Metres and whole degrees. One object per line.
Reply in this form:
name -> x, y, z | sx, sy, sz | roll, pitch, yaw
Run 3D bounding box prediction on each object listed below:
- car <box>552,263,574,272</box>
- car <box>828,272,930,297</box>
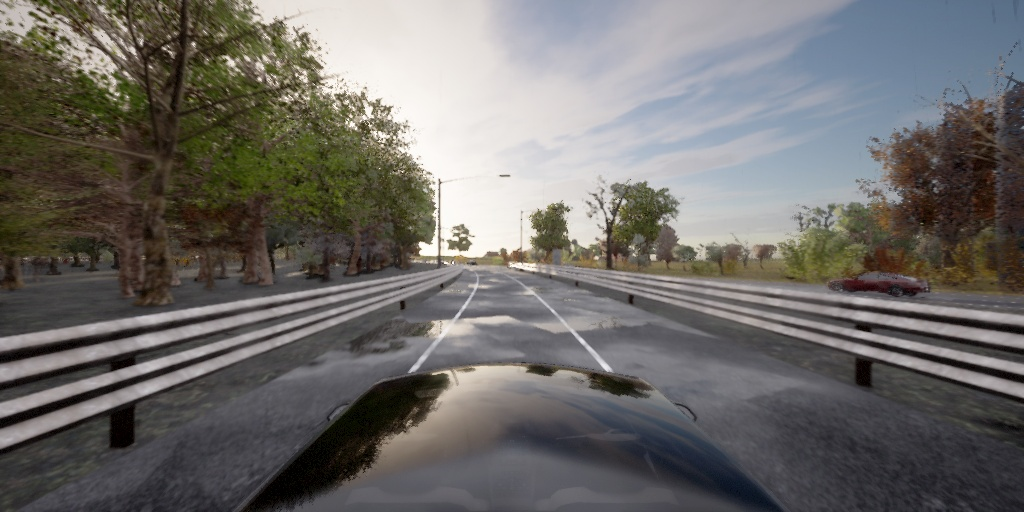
car -> 8.199, 1.871, 57.884 | 2.128, 1.511, 4.902 | 0, 0, -23
car -> 23.286, 1.765, 23.008 | 1.812, 1.442, 4.674 | 0, 0, -23
